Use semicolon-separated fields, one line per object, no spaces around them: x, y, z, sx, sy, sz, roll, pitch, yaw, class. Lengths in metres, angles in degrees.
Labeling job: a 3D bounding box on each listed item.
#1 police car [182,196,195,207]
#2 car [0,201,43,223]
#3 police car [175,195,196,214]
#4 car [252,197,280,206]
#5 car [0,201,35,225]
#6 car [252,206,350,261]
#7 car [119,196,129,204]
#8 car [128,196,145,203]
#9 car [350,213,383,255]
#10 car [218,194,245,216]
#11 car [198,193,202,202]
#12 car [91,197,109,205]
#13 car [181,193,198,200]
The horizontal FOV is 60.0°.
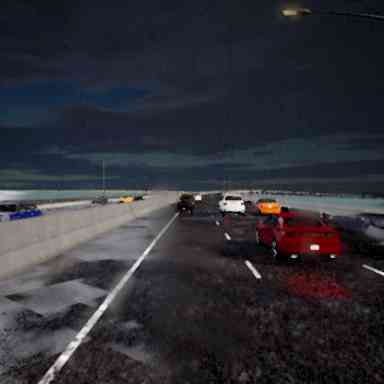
-0.536;1.471;51.770;1.930;1.638;5.238;0;0;1;police car
-10.514;1.374;19.242;2.097;1.767;4.553;0;0;0;car
-0.798;1.462;35.797;1.930;1.638;5.238;0;0;1;police car
7.325;1.387;33.199;2.097;1.767;4.553;0;0;1;car
-13.964;1.505;24.976;1.882;1.535;5.008;0;0;1;car
3.640;1.493;12.305;1.882;1.535;5.008;0;0;0;car
-13.181;1.530;66.009;1.882;1.535;5.008;0;0;2;car
-9.821;1.551;61.055;1.837;1.490;4.892;0;0;2;car
7.143;1.564;13.346;2.033;1.411;5.357;0;0;0;car
3.817;1.256;32.752;2.150;2.045;5.566;0;0;1;car
0.924;1.129;70.363;2.150;2.045;5.566;0;0;2;car
-16.807;1.596;61.077;2.033;1.411;5.357;0;0;2;car
-0.646;1.268;45.701;2.150;2.045;5.566;0;0;1;car
